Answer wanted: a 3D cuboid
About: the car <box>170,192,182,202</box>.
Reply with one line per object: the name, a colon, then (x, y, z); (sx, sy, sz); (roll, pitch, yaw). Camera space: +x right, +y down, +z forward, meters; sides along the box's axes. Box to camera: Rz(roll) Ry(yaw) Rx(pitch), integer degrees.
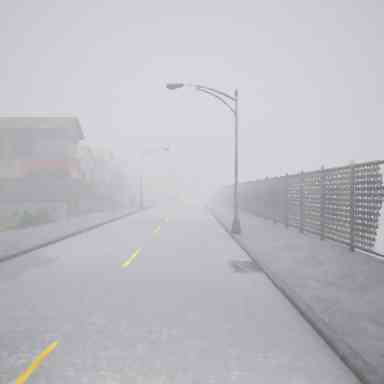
car: (-4.000, 1.296, 76.740); (2.097, 1.767, 4.553); (0, 0, 0)
